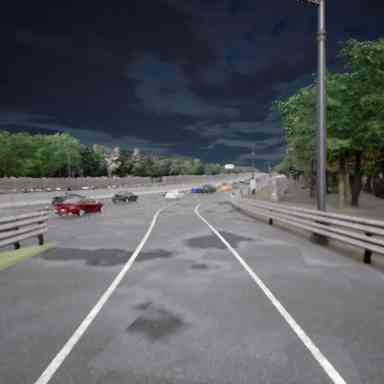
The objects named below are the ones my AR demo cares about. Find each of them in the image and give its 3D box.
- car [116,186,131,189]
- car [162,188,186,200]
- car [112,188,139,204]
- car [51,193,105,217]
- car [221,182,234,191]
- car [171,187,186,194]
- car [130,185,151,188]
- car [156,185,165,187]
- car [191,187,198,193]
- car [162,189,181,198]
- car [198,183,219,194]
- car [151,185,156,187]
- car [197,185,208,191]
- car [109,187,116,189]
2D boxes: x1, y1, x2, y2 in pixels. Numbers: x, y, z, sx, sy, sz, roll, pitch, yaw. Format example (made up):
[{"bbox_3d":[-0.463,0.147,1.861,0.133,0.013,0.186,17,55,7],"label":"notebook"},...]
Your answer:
[{"bbox_3d":[-15.558,-0.674,79.737,1.837,1.490,4.892,1,2,16],"label":"car"},{"bbox_3d":[-2.509,0.447,49.839,1.812,1.442,4.674,1,2,17],"label":"car"},{"bbox_3d":[-8.383,0.684,42.360,1.837,1.490,4.892,1,2,17],"label":"car"},{"bbox_3d":[-9.096,1.158,27.605,1.882,1.535,5.008,0,2,16],"label":"car"},{"bbox_3d":[9.211,-1.169,89.657,2.097,1.767,4.553,1,2,16],"label":"car"},{"bbox_3d":[-2.873,-0.327,73.255,1.895,1.301,4.718,1,2,16],"label":"car"},{"bbox_3d":[-12.194,-0.582,78.772,1.994,1.385,4.181,1,2,16],"label":"car"},{"bbox_3d":[-7.772,-1.105,93.934,1.895,1.301,4.718,1,2,16],"label":"car"},{"bbox_3d":[1.163,-0.486,74.569,1.882,1.535,5.008,1,2,16],"label":"car"},{"bbox_3d":[-3.588,0.209,58.491,1.895,1.301,4.718,1,2,17],"label":"car"},{"bbox_3d":[3.635,-0.591,70.557,2.150,2.045,5.566,1,2,16],"label":"car"},{"bbox_3d":[-11.127,-1.263,94.927,1.882,1.535,5.008,1,2,16],"label":"car"},{"bbox_3d":[2.945,-1.147,93.190,2.128,1.511,4.902,1,3,16],"label":"car"},{"bbox_3d":[-18.929,-0.617,80.679,1.895,1.301,4.718,1,2,16],"label":"car"}]
